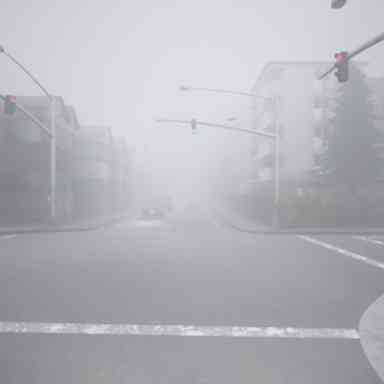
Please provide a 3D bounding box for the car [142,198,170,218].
[{"bbox_3d":[-3.583,1.675,32.040,2.128,1.511,4.902,0,0,0],"label":"car"}]

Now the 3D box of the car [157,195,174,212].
[{"bbox_3d":[-3.558,1.465,42.617,2.150,2.045,5.566,0,0,0],"label":"car"}]

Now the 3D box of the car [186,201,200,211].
[{"bbox_3d":[0.106,1.860,45.309,1.895,1.301,4.718,0,0,-1],"label":"car"}]
